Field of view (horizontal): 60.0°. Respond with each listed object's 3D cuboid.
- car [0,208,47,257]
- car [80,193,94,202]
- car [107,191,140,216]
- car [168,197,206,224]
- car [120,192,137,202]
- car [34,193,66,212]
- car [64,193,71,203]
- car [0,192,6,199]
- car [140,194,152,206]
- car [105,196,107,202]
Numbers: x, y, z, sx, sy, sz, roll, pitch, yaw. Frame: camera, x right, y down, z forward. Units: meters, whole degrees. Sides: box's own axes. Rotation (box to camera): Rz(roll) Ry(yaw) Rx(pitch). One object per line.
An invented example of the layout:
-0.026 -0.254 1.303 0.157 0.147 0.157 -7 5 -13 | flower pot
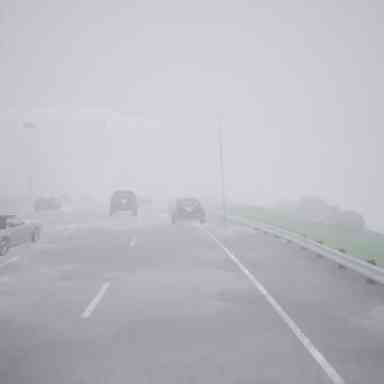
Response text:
-7.218 1.483 12.259 1.895 1.301 4.718 0 1 -6 | car
-17.649 0.933 55.863 1.812 1.442 4.674 0 0 -23 | car
-6.020 0.900 29.059 2.150 2.045 5.566 0 1 -12 | car
-0.465 1.088 22.335 2.097 1.767 4.553 0 1 -8 | car
-11.045 0.837 57.771 1.882 1.535 5.008 0 1 -22 | car
-14.137 1.158 32.744 2.128 1.511 4.902 0 1 -14 | car
-20.555 0.947 53.802 1.837 1.490 4.892 1 0 -22 | car
-40.811 0.748 71.010 1.812 1.442 4.674 -1 1 -30 | car
-6.416 1.030 43.968 1.812 1.442 4.674 0 1 -16 | car
-12.346 0.940 51.696 1.837 1.490 4.892 1 0 -21 | car
